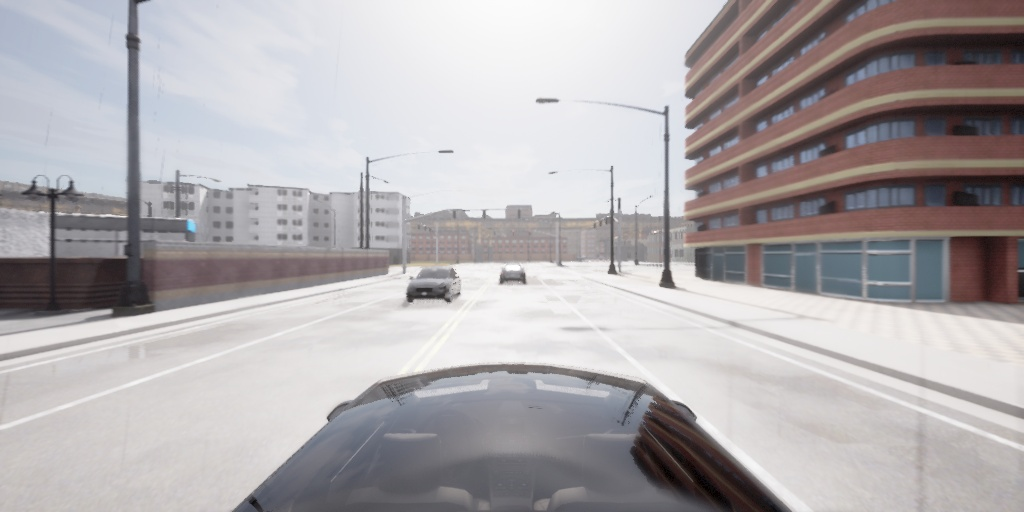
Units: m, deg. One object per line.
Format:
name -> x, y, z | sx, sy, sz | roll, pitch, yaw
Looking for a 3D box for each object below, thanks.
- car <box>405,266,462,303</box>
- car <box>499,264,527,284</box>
car -> -3.500, 1.257, 16.730 | 1.837, 1.490, 4.892 | 0, 0, 0
car -> 0.072, 1.278, 26.671 | 1.994, 1.385, 4.181 | 0, 0, 0
